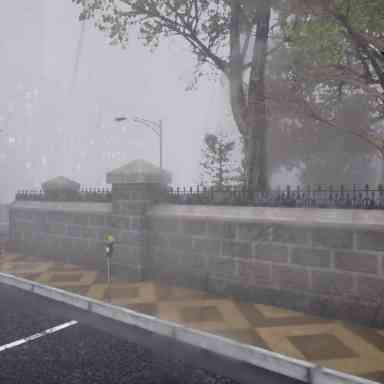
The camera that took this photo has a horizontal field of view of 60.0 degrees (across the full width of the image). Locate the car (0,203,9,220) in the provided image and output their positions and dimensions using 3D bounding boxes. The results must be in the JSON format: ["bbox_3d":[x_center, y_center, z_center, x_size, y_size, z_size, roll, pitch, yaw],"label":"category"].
[{"bbox_3d":[-16.401,1.694,27.438,1.837,1.490,4.892,0,-1,35],"label":"car"}]
